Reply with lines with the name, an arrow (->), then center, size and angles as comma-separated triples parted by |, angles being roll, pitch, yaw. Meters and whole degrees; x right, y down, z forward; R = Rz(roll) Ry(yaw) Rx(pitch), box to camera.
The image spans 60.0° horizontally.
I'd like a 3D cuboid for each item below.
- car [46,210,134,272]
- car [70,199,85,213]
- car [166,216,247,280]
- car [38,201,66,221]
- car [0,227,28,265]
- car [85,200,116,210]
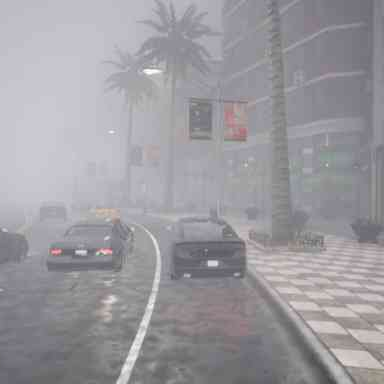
car -> -2.974, 1.538, 10.735 | 2.033, 1.411, 5.357 | 0, 0, -5
car -> -11.968, 1.513, 35.998 | 2.033, 1.411, 5.357 | 0, 0, -28
car -> 0.266, 1.471, 10.020 | 1.882, 1.535, 5.008 | 0, 0, -5
car -> -11.357, 1.449, 27.020 | 1.882, 1.535, 5.008 | 0, 0, -25
car -> -6.395, 1.551, 9.508 | 1.994, 1.385, 4.181 | 0, 0, -4
car -> -6.725, 1.433, 24.882 | 1.801, 1.575, 5.366 | 0, 0, -21
